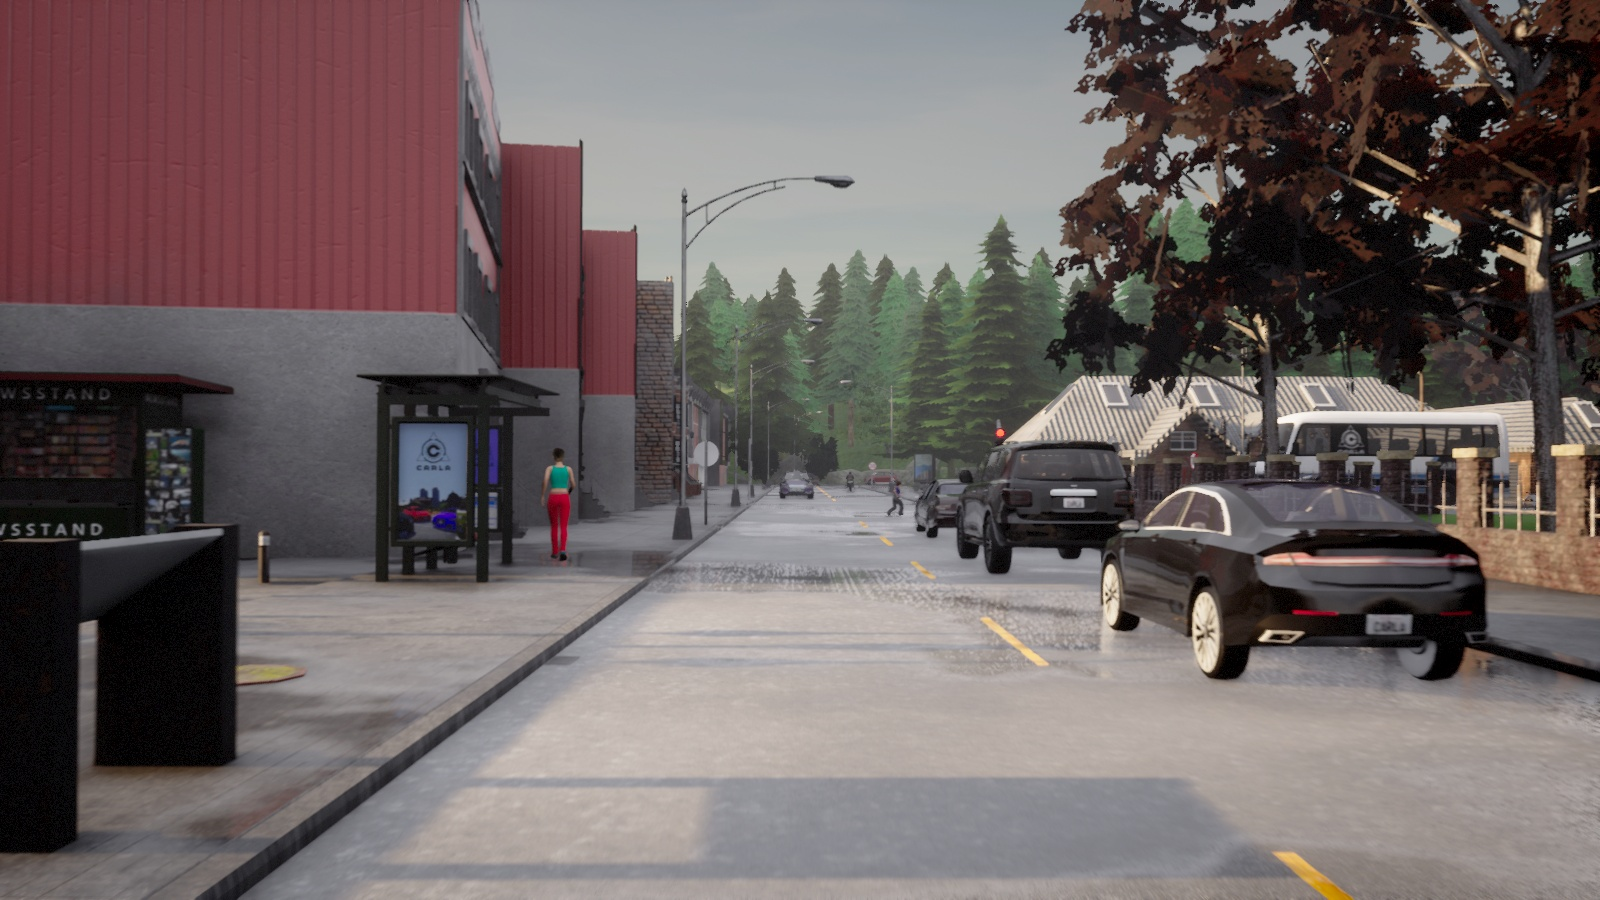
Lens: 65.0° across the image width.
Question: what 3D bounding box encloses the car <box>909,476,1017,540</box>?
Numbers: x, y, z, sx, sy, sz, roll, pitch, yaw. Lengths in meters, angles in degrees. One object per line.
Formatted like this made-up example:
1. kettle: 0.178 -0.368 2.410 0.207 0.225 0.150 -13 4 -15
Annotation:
1. car: 3.917 1.367 31.087 2.033 1.411 5.357 0 -1 0

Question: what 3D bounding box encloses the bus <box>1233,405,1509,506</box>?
1. bus: 24.839 0.262 55.122 10.273 4.253 3.944 0 -1 0

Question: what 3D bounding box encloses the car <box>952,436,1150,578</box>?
1. car: 3.952 0.867 20.873 2.150 2.045 5.566 0 -1 0

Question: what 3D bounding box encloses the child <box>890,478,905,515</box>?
1. child: 3.373 1.596 43.300 0.437 1.263 0.270 0 -1 -23

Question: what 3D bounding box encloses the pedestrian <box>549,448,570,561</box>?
1. pedestrian: -3.940 0.885 20.591 0.345 1.836 0.594 0 -1 -10

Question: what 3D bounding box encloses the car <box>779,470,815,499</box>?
1. car: -0.179 1.971 73.199 2.033 1.649 4.856 0 -1 0

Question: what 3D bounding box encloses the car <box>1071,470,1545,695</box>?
1. car: 3.973 0.939 10.970 2.128 1.511 4.902 0 -1 0
